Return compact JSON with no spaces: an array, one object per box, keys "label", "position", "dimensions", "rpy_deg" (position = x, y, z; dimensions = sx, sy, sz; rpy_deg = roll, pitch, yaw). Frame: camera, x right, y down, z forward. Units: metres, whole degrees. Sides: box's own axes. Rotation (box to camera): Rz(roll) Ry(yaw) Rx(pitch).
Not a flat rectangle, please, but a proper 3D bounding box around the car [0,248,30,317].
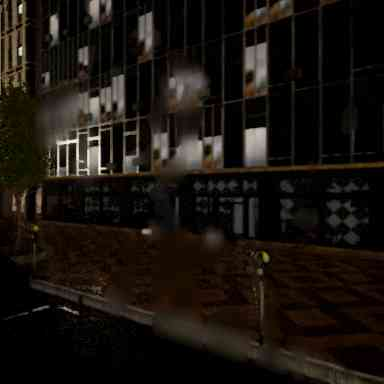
[{"label":"car","position":[-4.786,1.534,6.292],"dimensions":[4.313,1.339,1.947],"rpy_deg":[0,0,36]}]
